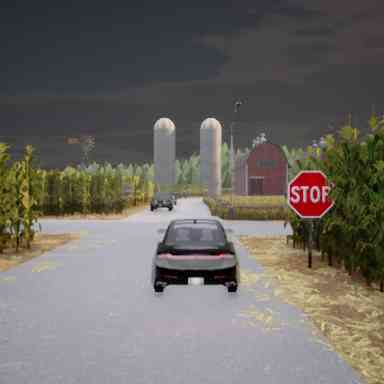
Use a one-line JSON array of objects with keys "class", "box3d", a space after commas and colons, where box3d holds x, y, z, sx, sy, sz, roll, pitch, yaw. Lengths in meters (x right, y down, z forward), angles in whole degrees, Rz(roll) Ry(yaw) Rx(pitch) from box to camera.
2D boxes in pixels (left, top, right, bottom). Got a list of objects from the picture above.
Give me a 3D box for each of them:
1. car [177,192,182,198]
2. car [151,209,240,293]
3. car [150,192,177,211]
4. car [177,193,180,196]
[{"class": "car", "box3d": [-3.074, 0.671, 64.208, 2.097, 1.767, 4.553, 0, 1, 0]}, {"class": "car", "box3d": [0.084, 1.438, 8.706, 2.128, 1.511, 4.902, 0, 1, 0]}, {"class": "car", "box3d": [-3.178, 0.965, 36.090, 2.150, 2.045, 5.566, 0, 0, 0]}, {"class": "car", "box3d": [-3.166, 1.230, 49.020, 1.812, 1.442, 4.674, 0, 1, 0]}]
